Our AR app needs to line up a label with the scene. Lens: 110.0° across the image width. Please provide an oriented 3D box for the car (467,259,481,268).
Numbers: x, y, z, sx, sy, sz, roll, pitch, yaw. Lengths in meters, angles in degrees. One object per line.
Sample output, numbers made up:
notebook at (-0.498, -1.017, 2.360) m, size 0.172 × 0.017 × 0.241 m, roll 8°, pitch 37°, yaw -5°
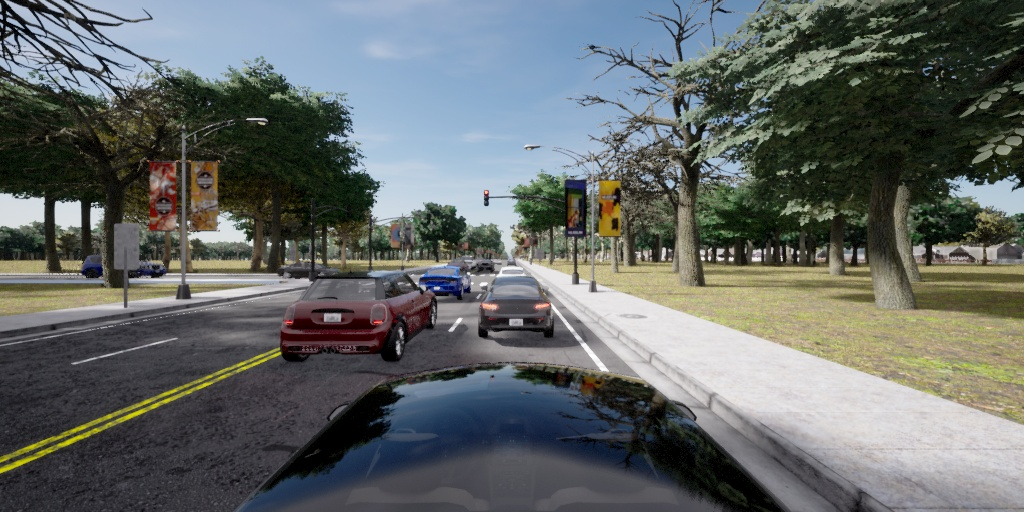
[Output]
car at (-6.634, 1.259, 63.336) m, size 1.882 × 1.535 × 5.008 m, roll 0°, pitch 0°, yaw 0°

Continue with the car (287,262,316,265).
car at (-16.919, 1.244, 30.068) m, size 4.892 × 1.490 × 1.837 m, roll 1°, pitch 0°, yaw -2°

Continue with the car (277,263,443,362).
car at (-3.157, 1.102, 8.410) m, size 2.097 × 1.767 × 4.553 m, roll 0°, pitch 0°, yaw 0°

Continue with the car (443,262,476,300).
car at (-3.169, 1.230, 17.737) m, size 1.882 × 1.535 × 5.008 m, roll 0°, pitch 0°, yaw 1°

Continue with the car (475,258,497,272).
car at (-3.217, 1.269, 45.471) m, size 1.837 × 1.490 × 4.892 m, roll 0°, pitch 0°, yaw 0°

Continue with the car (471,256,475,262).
car at (-6.656, 0.992, 53.130) m, size 2.150 × 2.045 × 5.566 m, roll 0°, pitch 0°, yaw 0°

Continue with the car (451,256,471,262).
car at (-6.647, 1.116, 43.573) m, size 2.097 × 1.767 × 4.553 m, roll 0°, pitch 0°, yaw 0°

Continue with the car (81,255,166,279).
car at (-32.360, 0.944, 29.948) m, size 5.566 × 2.045 × 2.150 m, roll 0°, pitch 0°, yaw 0°

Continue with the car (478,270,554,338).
car at (0.091, 1.276, 10.111) m, size 1.812 × 1.442 × 4.674 m, roll 0°, pitch 0°, yaw 0°

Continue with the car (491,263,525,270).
car at (0.044, 1.279, 19.214) m, size 1.812 × 1.442 × 4.674 m, roll 0°, pitch 0°, yaw 0°
